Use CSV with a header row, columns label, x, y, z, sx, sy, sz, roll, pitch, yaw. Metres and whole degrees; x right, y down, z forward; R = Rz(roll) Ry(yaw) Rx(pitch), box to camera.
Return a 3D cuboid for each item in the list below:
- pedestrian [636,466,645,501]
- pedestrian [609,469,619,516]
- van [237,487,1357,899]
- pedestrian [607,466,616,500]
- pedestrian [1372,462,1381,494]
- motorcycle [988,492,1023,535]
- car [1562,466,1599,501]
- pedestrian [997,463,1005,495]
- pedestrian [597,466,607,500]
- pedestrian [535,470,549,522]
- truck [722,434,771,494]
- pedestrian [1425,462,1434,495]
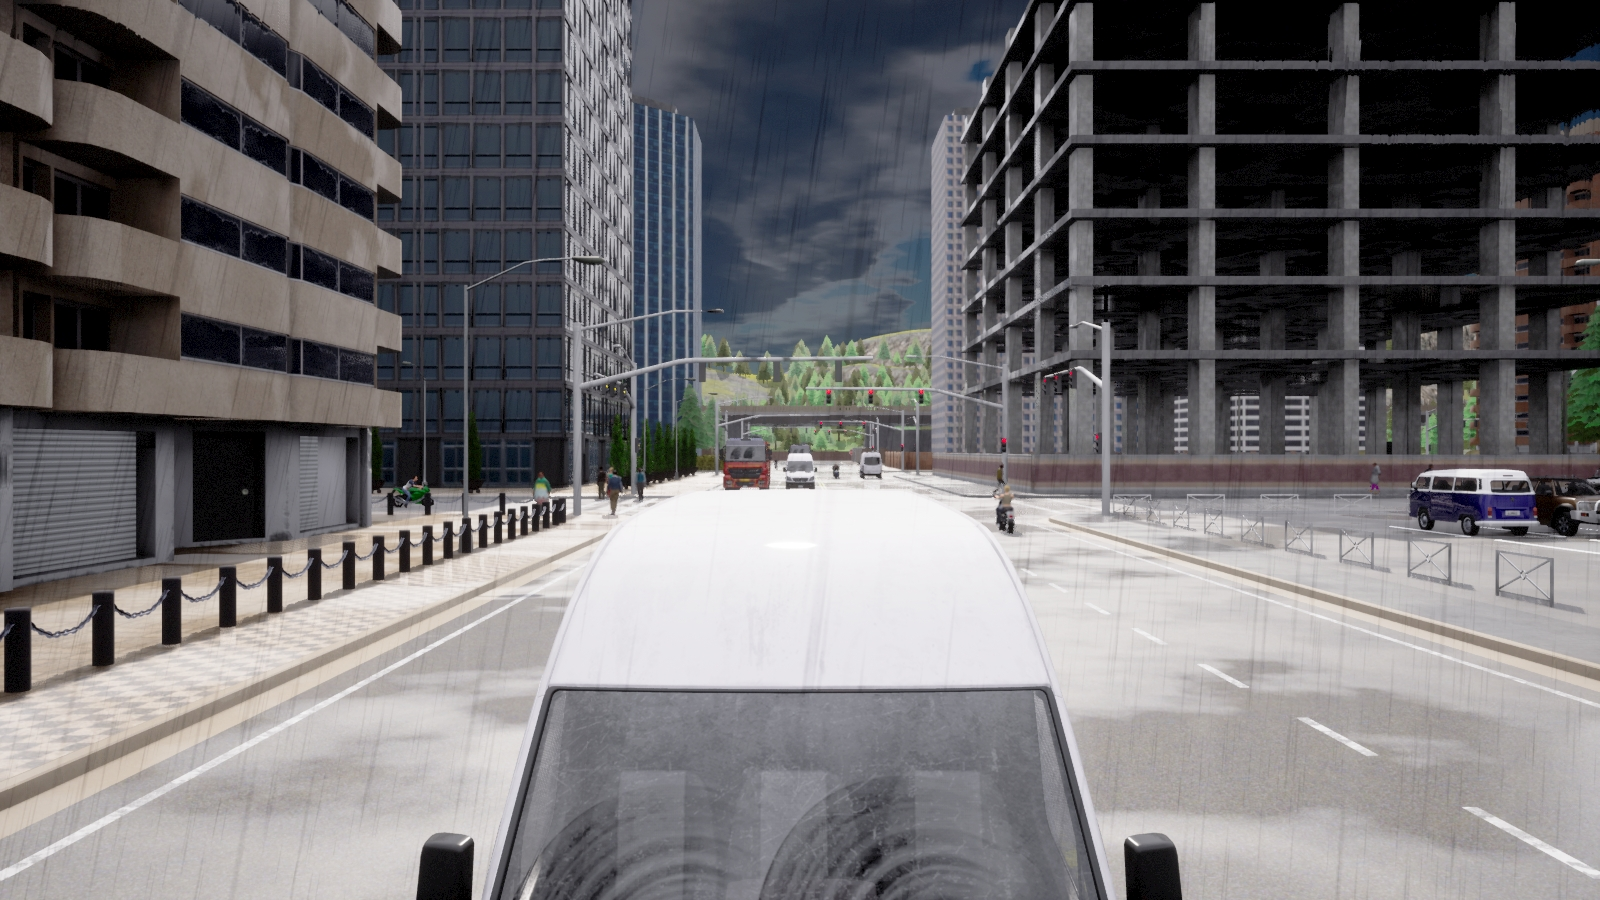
label,x,y,z,sx,sy,sz,roll,pitch,yaw
pedestrian,-8.537,1.802,61.149,0.375,1.860,0.375,0,0,0
pedestrian,-7.466,1.691,45.779,0.375,1.860,0.375,0,0,-14
van,-0.002,1.534,4.985,1.988,2.561,5.915,0,0,0
pedestrian,-10.347,1.793,62.649,0.375,1.860,0.375,0,0,-24
pedestrian,34.061,1.642,67.515,0.375,1.860,0.375,0,0,13
motorcycle,7.003,2.154,39.051,0.764,1.307,2.356,0,0,0
car,43.917,1.802,61.964,3.866,1.878,1.905,0,0,0
pedestrian,11.783,1.679,67.087,0.375,1.860,0.375,0,0,-3
pedestrian,-10.804,1.793,62.220,0.375,1.860,0.375,0,0,42
pedestrian,-9.406,1.666,41.642,0.375,1.860,0.375,0,0,15
truck,-3.496,0.891,77.013,2.891,3.827,8.468,0,0,0
pedestrian,36.312,1.641,65.904,0.375,1.860,0.375,0,0,4
